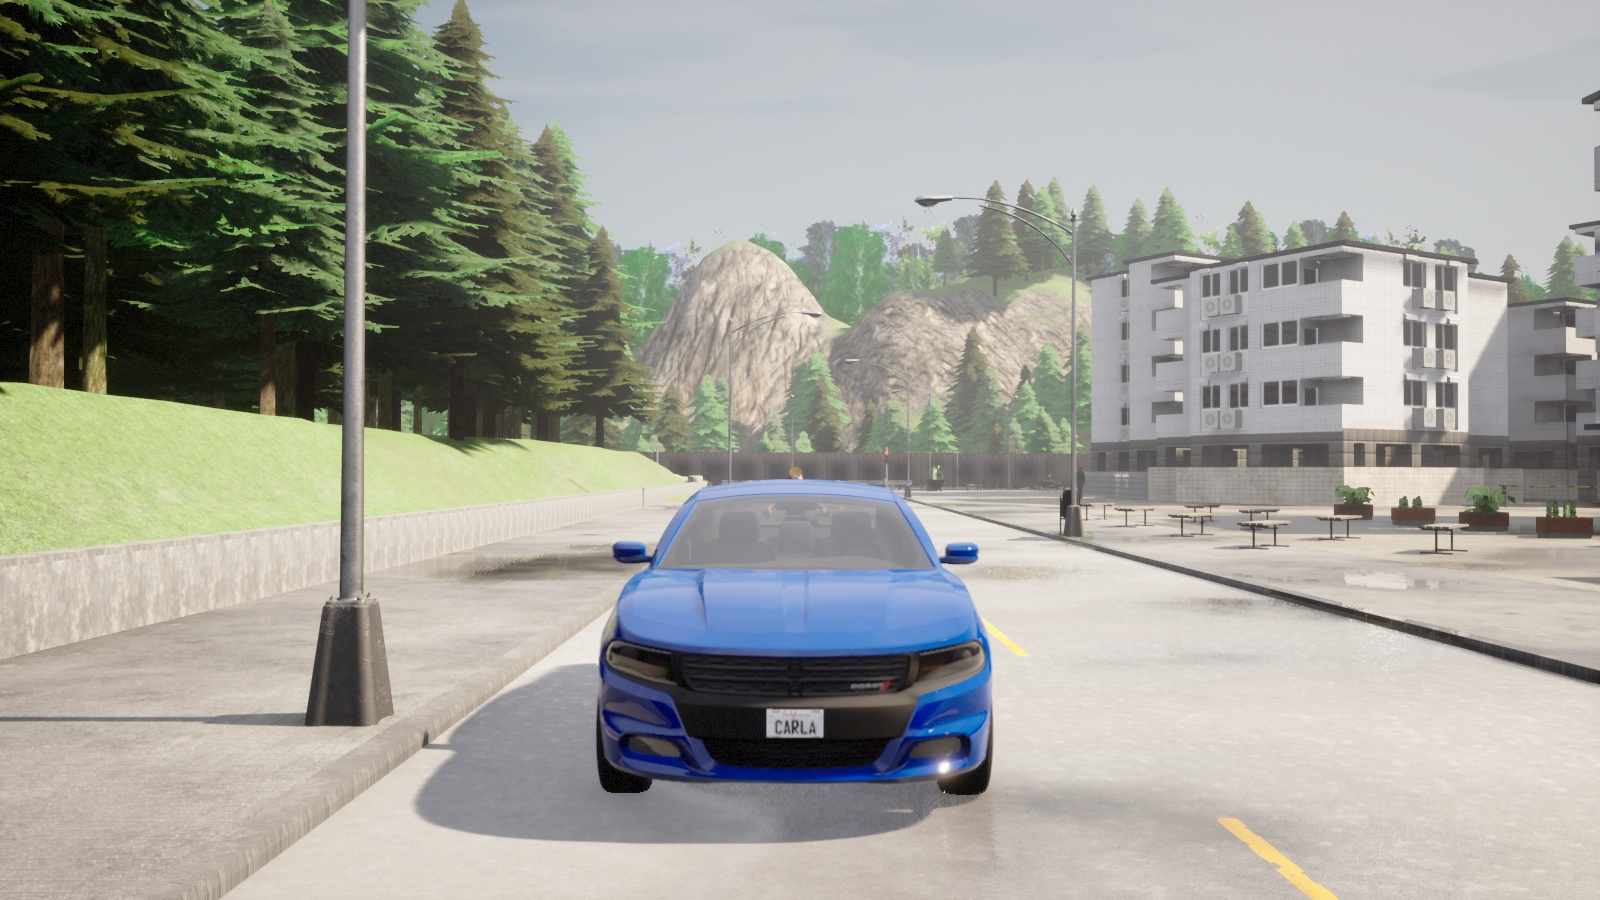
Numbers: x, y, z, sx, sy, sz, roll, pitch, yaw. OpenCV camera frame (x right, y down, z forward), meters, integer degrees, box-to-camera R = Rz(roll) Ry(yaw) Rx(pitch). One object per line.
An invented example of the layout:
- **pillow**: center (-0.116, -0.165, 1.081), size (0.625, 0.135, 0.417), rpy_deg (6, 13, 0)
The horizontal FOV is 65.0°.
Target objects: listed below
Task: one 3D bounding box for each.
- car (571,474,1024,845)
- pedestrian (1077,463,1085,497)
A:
- **car**: center (-0.021, 0.922, 7.740), size (1.882, 1.535, 5.008), rpy_deg (0, -1, 0)
- **pedestrian**: center (15.337, 1.611, 68.532), size (0.353, 1.847, 0.614), rpy_deg (0, -1, 9)
